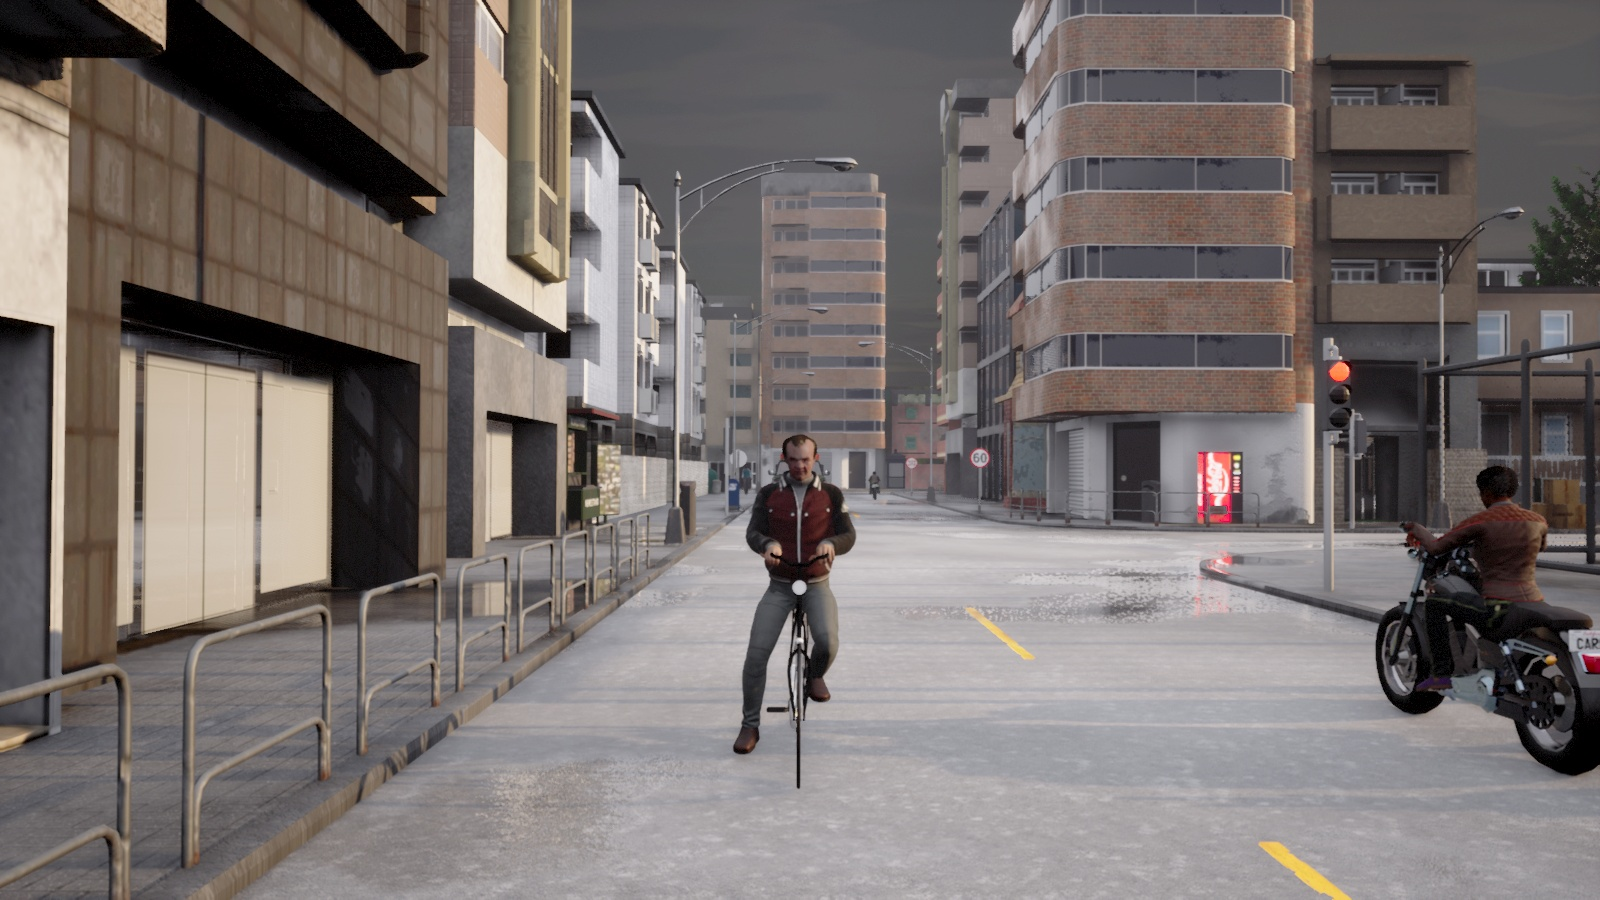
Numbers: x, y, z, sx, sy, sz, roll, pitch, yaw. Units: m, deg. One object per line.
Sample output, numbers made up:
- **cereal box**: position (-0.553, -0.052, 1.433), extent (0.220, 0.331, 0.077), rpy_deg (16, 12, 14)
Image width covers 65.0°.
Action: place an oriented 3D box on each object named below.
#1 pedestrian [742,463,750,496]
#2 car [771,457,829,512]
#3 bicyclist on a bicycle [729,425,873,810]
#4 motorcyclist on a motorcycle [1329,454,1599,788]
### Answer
- **pedestrian**: position (-3.093, 1.692, 72.343), extent (0.396, 1.930, 0.692), rpy_deg (0, -1, 2)
- **car**: position (-0.030, 1.329, 49.828), extent (2.150, 2.045, 5.566), rpy_deg (0, -1, -1)
- **bicyclist on a bicycle**: position (0.002, 0.792, 6.732), extent (0.659, 1.776, 1.843), rpy_deg (0, -1, 0)
- **motorcyclist on a motorcycle**: position (3.998, 0.866, 7.396), extent (0.766, 1.649, 2.350), rpy_deg (0, -1, 0)
